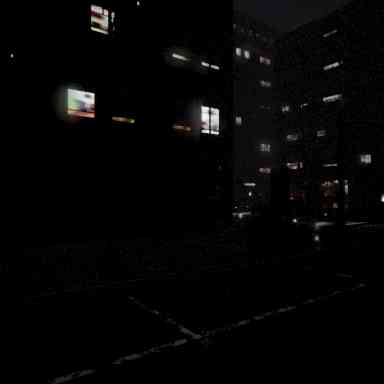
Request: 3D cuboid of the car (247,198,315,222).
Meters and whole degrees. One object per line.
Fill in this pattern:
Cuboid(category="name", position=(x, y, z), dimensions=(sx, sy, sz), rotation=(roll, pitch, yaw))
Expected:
Cuboid(category="car", position=(6.206, 1.342, 24.168), dimensions=(2.008, 1.369, 4.403), rotation=(1, 0, -36))

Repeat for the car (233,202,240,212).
Cuboid(category="car", position=(2.723, 1.167, 33.332), dimensions=(1.837, 1.490, 4.892), rotation=(0, 1, -36))

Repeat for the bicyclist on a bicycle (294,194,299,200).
Cuboid(category="bicyclist on a bicycle", position=(11.451, 1.011, 36.190), dimensions=(1.656, 1.620, 0.582), rotation=(0, 1, -36))

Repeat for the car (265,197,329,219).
Cuboid(category="car", position=(8.223, 1.318, 25.813), dimensions=(1.812, 1.442, 4.674), rotation=(0, 1, -37))
